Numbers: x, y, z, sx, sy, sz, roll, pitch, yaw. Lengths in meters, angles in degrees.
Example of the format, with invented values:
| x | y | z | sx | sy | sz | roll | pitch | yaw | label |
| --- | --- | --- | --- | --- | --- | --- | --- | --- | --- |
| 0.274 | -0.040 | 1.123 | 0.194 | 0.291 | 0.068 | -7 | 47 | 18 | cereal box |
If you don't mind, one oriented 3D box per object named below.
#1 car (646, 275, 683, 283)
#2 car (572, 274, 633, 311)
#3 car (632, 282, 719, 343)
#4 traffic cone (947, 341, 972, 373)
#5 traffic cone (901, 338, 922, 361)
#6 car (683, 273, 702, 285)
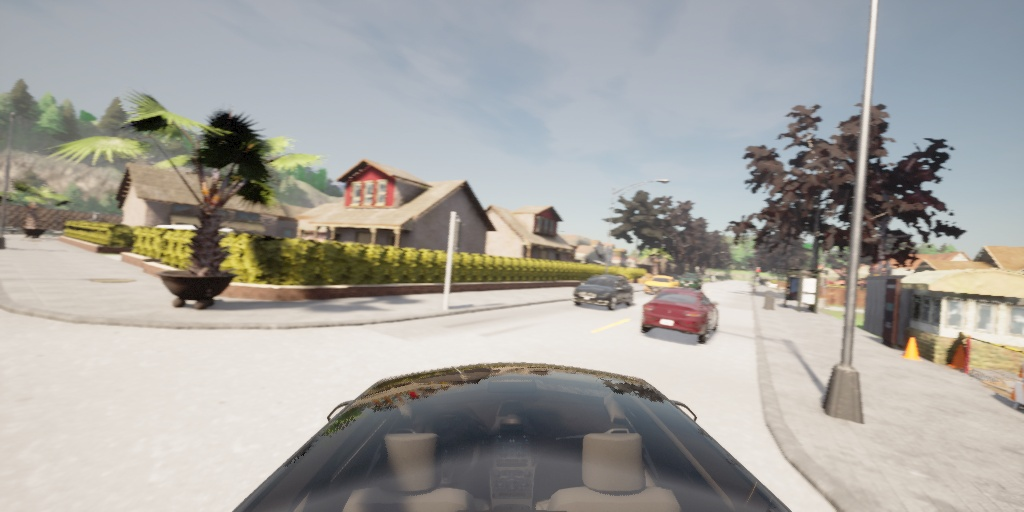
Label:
| x | y | z | sx | sy | sz | roll | pitch | yaw | label |
| --- | --- | --- | --- | --- | --- | --- | --- | --- | --- |
| 12.260 | 2.398 | 29.293 | 1.882 | 1.535 | 5.008 | 5 | 0 | 34 | car |
| 4.637 | 1.724 | 17.750 | 1.837 | 1.490 | 4.892 | 5 | 0 | 34 | car |
| 5.637 | 1.800 | 11.855 | 1.812 | 1.442 | 4.674 | 5 | 0 | 35 | car |
| 11.496 | 2.576 | 9.213 | 0.344 | 0.586 | 0.344 | 0 | 0 | 34 | traffic cone |
| 11.181 | 2.583 | 10.044 | 0.344 | 0.586 | 0.344 | 0 | 0 | 34 | traffic cone |
| 21.283 | 3.076 | 42.787 | 2.150 | 2.045 | 5.566 | 5 | 0 | 34 | car |
